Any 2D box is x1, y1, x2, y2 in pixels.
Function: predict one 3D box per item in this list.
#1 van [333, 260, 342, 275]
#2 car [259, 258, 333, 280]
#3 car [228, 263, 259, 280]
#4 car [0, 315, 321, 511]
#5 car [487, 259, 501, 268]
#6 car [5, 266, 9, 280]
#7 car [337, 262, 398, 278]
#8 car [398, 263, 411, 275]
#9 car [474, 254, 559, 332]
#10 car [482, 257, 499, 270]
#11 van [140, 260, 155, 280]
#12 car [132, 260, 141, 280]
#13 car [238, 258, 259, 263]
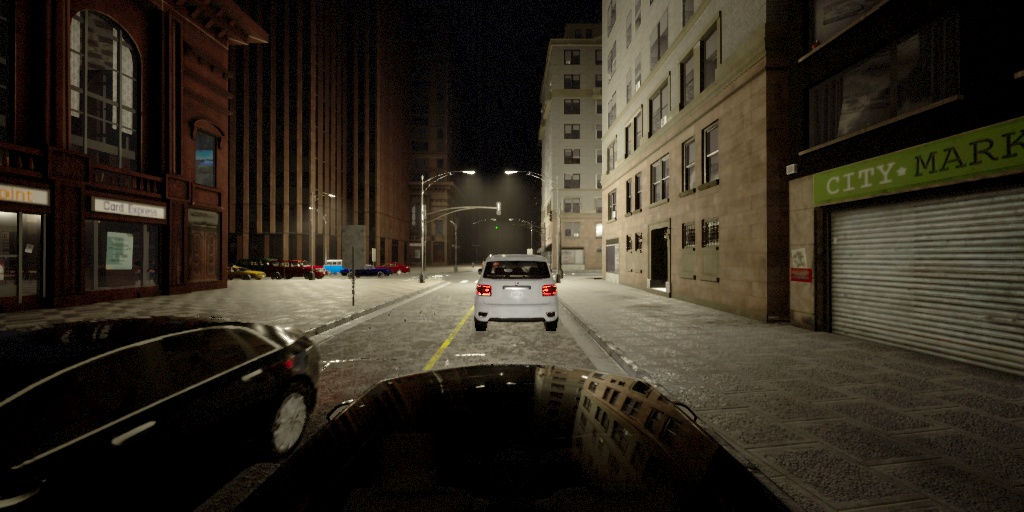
[{"bbox_3d":[-19.597,1.340,41.221,3.998,1.789,1.690,0,0,0],"label":"van"},{"bbox_3d":[-19.619,1.273,32.695,5.009,1.841,2.192,0,0,0],"label":"car"},{"bbox_3d":[-25.074,1.552,32.715,4.829,1.417,1.751,0,0,0],"label":"car"},{"bbox_3d":[-3.100,1.255,2.173,1.837,1.490,4.892,0,0,0],"label":"car"},{"bbox_3d":[-3.062,1.221,60.804,2.128,1.511,4.902,0,0,0],"label":"car"},{"bbox_3d":[-47.740,1.849,32.798,4.403,1.370,2.007,0,0,0],"label":"car"},{"bbox_3d":[-14.143,1.506,35.246,4.718,1.301,1.895,-1,0,0],"label":"car"},{"bbox_3d":[-13.973,1.477,41.200,4.507,1.381,1.888,0,0,0],"label":"car"},{"bbox_3d":[0.101,0.974,11.004,2.150,2.045,5.566,0,0,0],"label":"car"},{"bbox_3d":[-3.108,1.097,51.725,2.097,1.767,4.553,0,0,1],"label":"car"},{"bbox_3d":[-30.868,1.435,32.736,3.998,1.789,1.690,0,0,0],"label":"van"},{"bbox_3d":[-34.463,1.372,35.333,5.566,2.045,2.150,-1,0,0],"label":"car"},{"bbox_3d":[-24.108,1.247,35.276,5.566,2.045,2.150,-1,0,-1],"label":"car"}]
